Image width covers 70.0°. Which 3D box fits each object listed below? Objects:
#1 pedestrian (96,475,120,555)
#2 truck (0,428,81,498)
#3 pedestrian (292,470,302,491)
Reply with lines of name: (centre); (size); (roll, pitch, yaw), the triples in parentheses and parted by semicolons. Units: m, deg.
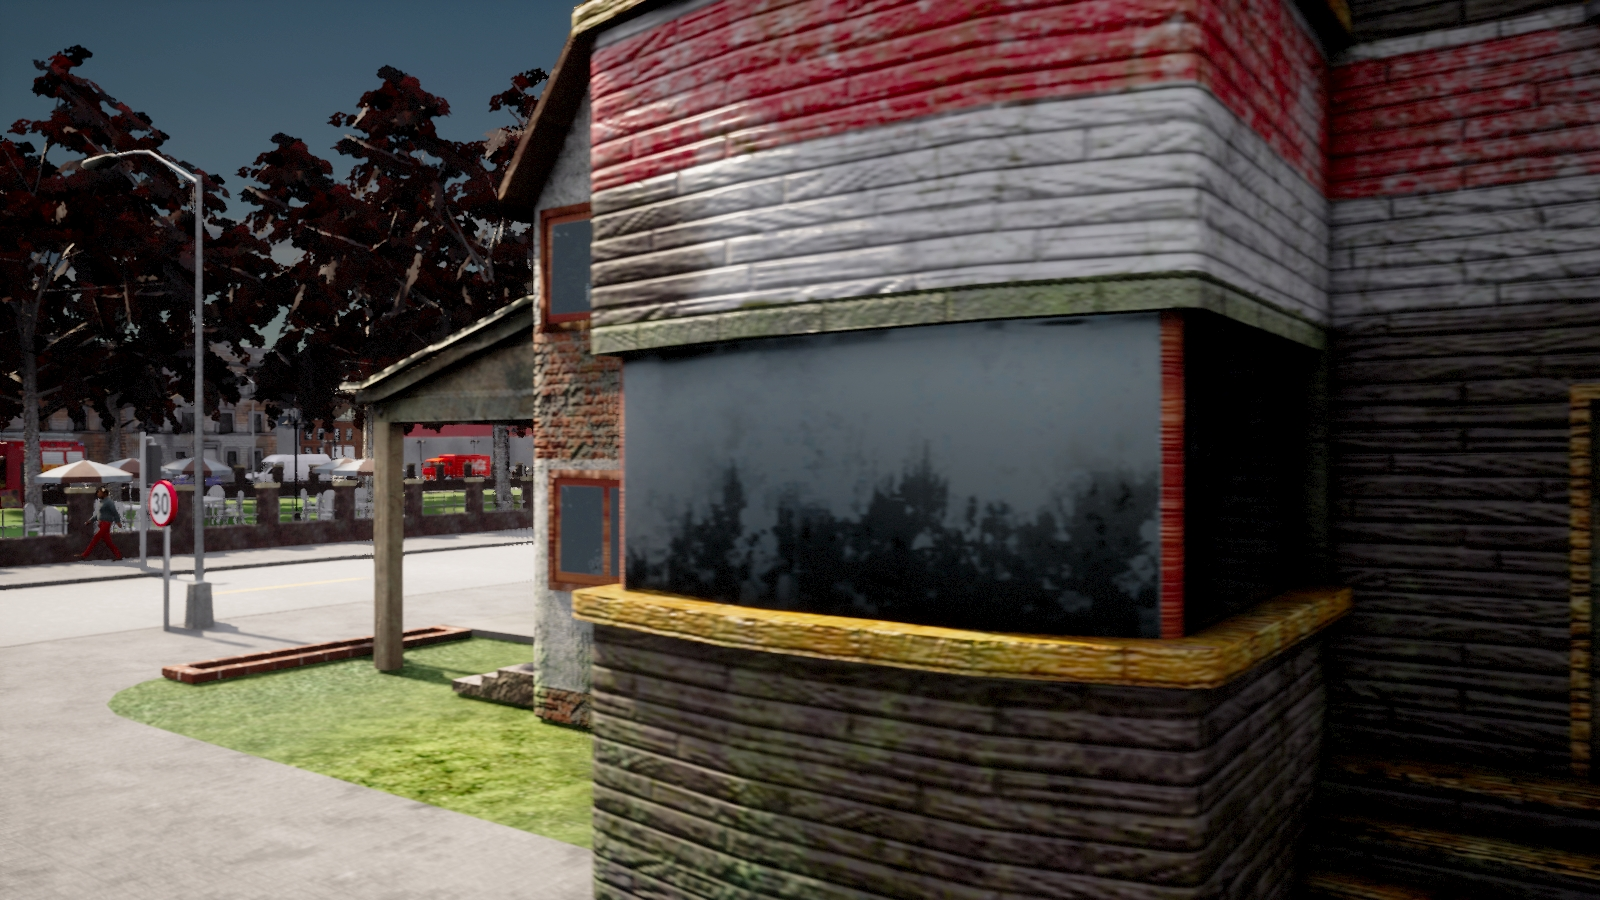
pedestrian: (-16.474, 1.539, 27.197); (0.375, 1.860, 0.375); (0, 0, 36)
truck: (-45.412, 0.726, 63.796); (2.891, 3.827, 8.468); (0, 0, 35)
pedestrian: (-30.541, 1.854, 69.357); (0.375, 1.300, 0.375); (0, 0, 35)
